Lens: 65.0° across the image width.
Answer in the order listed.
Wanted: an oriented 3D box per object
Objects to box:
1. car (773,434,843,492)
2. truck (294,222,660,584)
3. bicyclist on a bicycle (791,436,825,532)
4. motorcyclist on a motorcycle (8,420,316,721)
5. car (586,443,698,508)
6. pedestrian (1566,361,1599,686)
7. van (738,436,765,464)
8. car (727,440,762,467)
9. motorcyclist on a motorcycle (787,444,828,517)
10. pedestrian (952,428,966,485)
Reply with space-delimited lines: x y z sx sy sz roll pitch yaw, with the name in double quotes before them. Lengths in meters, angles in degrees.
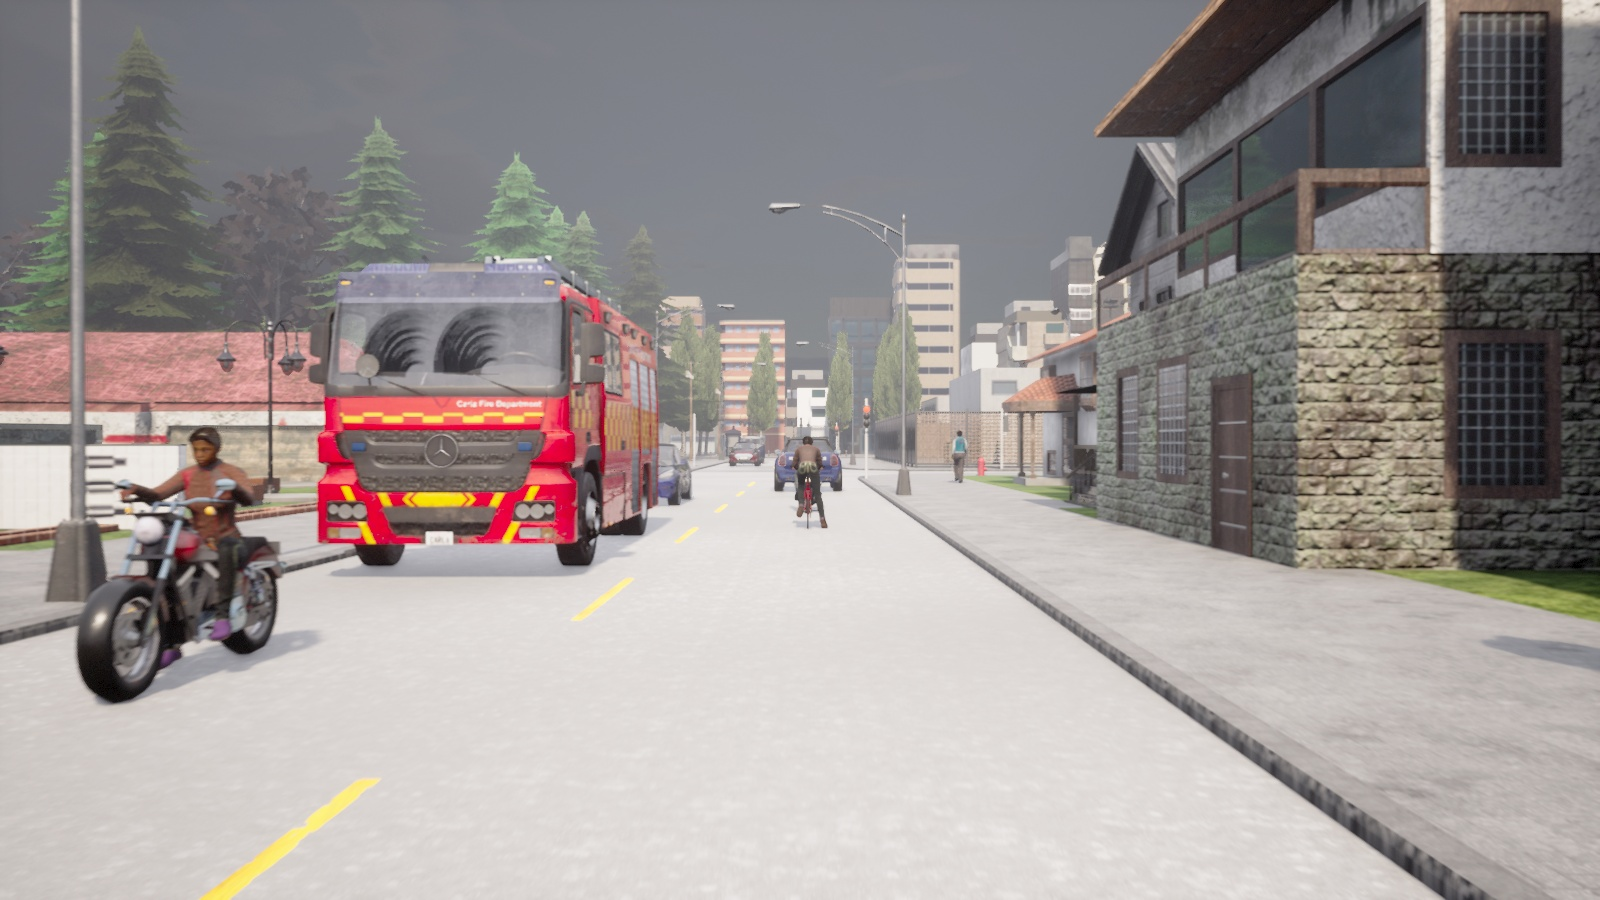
"car" 0.247 0.379 40.039 2.097 1.767 4.553 0 0 0
"truck" -3.886 -0.520 17.511 2.891 3.827 8.468 0 0 0
"bicyclist on a bicycle" 0.138 0.575 22.050 0.582 1.620 1.656 0 0 0
"motorcyclist on a motorcycle" -3.940 0.648 8.042 0.766 1.649 2.350 0 0 0
"car" -3.811 0.567 31.198 2.163 1.488 4.792 0 0 0
"pedestrian" 5.014 0.420 7.043 0.874 1.855 0.900 0 0 -1
"van" -3.478 -0.017 91.057 1.775 1.987 4.442 0 0 0
"car" -3.539 0.220 80.814 2.033 1.649 4.856 0 0 0
"motorcyclist on a motorcycle" 0.167 0.627 27.387 0.866 1.530 2.191 0 0 0
"pedestrian" 5.470 0.217 43.142 0.396 1.930 0.692 0 0 0
